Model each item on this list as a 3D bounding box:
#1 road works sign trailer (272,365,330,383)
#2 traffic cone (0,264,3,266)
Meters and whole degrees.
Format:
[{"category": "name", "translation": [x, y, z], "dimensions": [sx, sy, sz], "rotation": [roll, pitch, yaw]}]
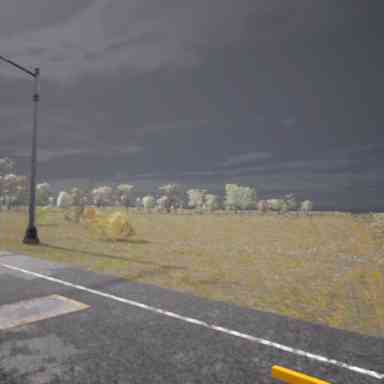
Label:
[{"category": "road works sign trailer", "translation": [2.019, 0.629, 2.785], "dimensions": [2.880, 3.560, 2.380], "rotation": [-1, -3, 39]}, {"category": "traffic cone", "translation": [-7.119, 2.384, 12.108], "dimensions": [0.340, 0.580, 0.340], "rotation": [-1, -3, 39]}]
